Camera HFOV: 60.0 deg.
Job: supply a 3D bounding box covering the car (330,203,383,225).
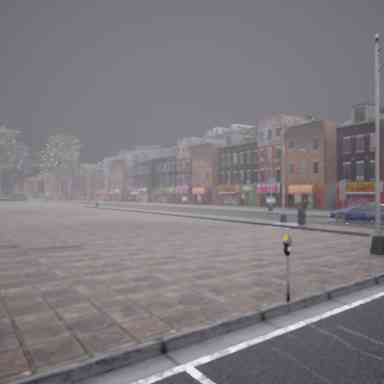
[{"bbox_3d":[12.856,1.518,24.015,2.033,1.411,5.357,-1,0,-39],"label":"car"}]
